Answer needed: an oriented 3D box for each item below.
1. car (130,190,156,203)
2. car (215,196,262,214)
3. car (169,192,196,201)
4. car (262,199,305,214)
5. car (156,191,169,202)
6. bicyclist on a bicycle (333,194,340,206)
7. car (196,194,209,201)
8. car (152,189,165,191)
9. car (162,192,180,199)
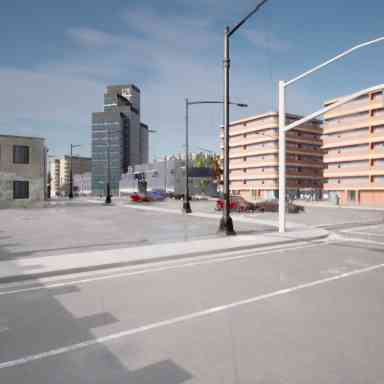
[{"bbox_3d":[-7.949,0.918,51.560,1.882,1.535,5.008,0,1,-34],"label":"car"},{"bbox_3d":[4.371,1.167,33.494,2.097,1.767,4.553,0,1,-34],"label":"car"},{"bbox_3d":[-1.842,0.862,61.459,1.837,1.490,4.892,0,1,-34],"label":"car"},{"bbox_3d":[8.674,1.393,33.400,2.033,1.411,5.357,0,1,-34],"label":"car"},{"bbox_3d":[-6.533,0.941,55.722,2.033,1.411,5.357,0,1,-34],"label":"car"},{"bbox_3d":[20.042,1.094,45.989,1.656,1.620,0.582,0,1,-34],"label":"bicyclist on a bicycle"},{"bbox_3d":[1.042,0.959,63.344,1.895,1.301,4.718,0,1,-34],"label":"car"},{"bbox_3d":[-7.497,0.334,69.631,2.150,2.045,5.566,0,1,-34],"label":"car"},{"bbox_3d":[-4.592,0.661,71.584,1.994,1.385,4.181,0,1,-34],"label":"car"}]
